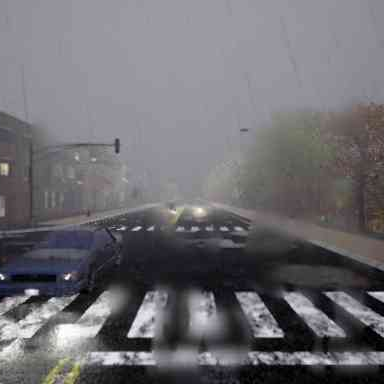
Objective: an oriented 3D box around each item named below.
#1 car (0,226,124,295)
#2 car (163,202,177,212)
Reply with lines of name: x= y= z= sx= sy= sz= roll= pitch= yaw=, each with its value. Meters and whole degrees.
car: x=-3.251 y=1.695 z=9.427 sx=2.033 sy=1.411 sz=5.357 roll=0 pitch=-1 yaw=0
car: x=-3.360 y=2.336 z=52.171 sx=1.837 sy=1.490 sz=4.892 roll=0 pitch=1 yaw=0
